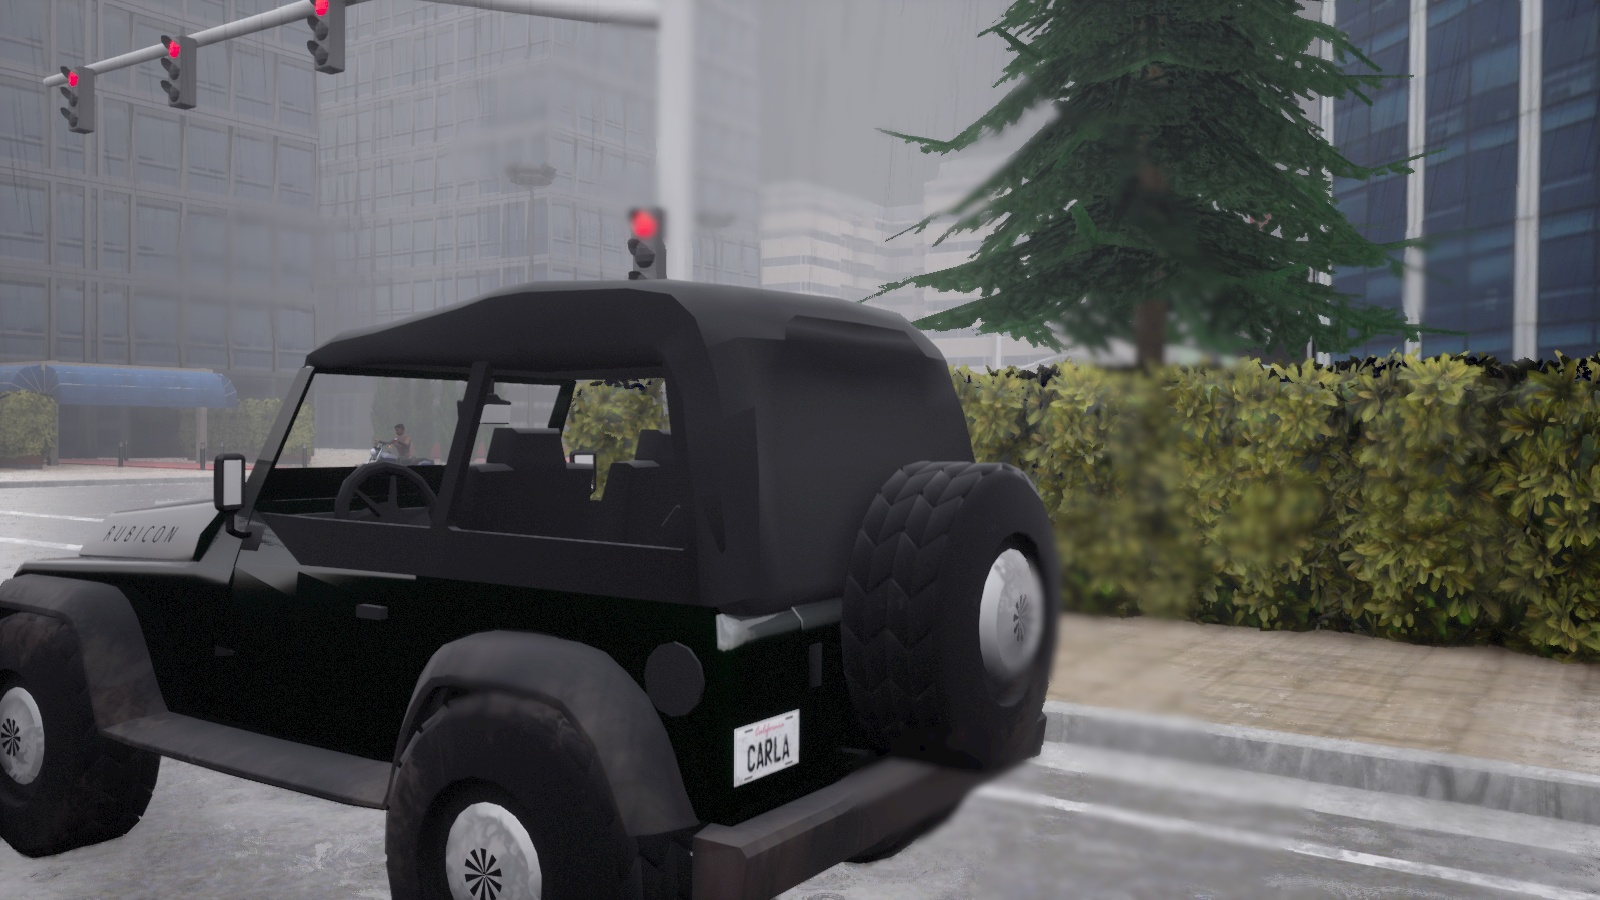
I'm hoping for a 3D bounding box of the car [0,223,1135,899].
[{"bbox_3d":[-1.062,0.478,4.325,3.866,1.878,1.905,0,1,34],"label":"car"}]
